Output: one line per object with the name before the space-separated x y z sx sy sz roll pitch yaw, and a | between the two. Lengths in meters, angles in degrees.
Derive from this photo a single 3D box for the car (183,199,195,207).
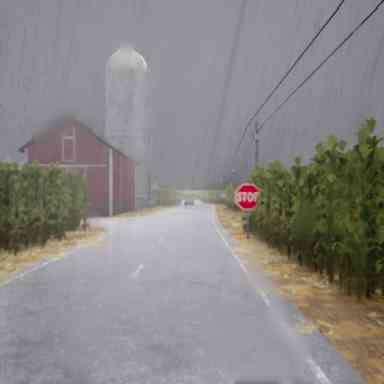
car | -0.540 2.112 65.479 1.837 1.490 4.892 0 0 4
